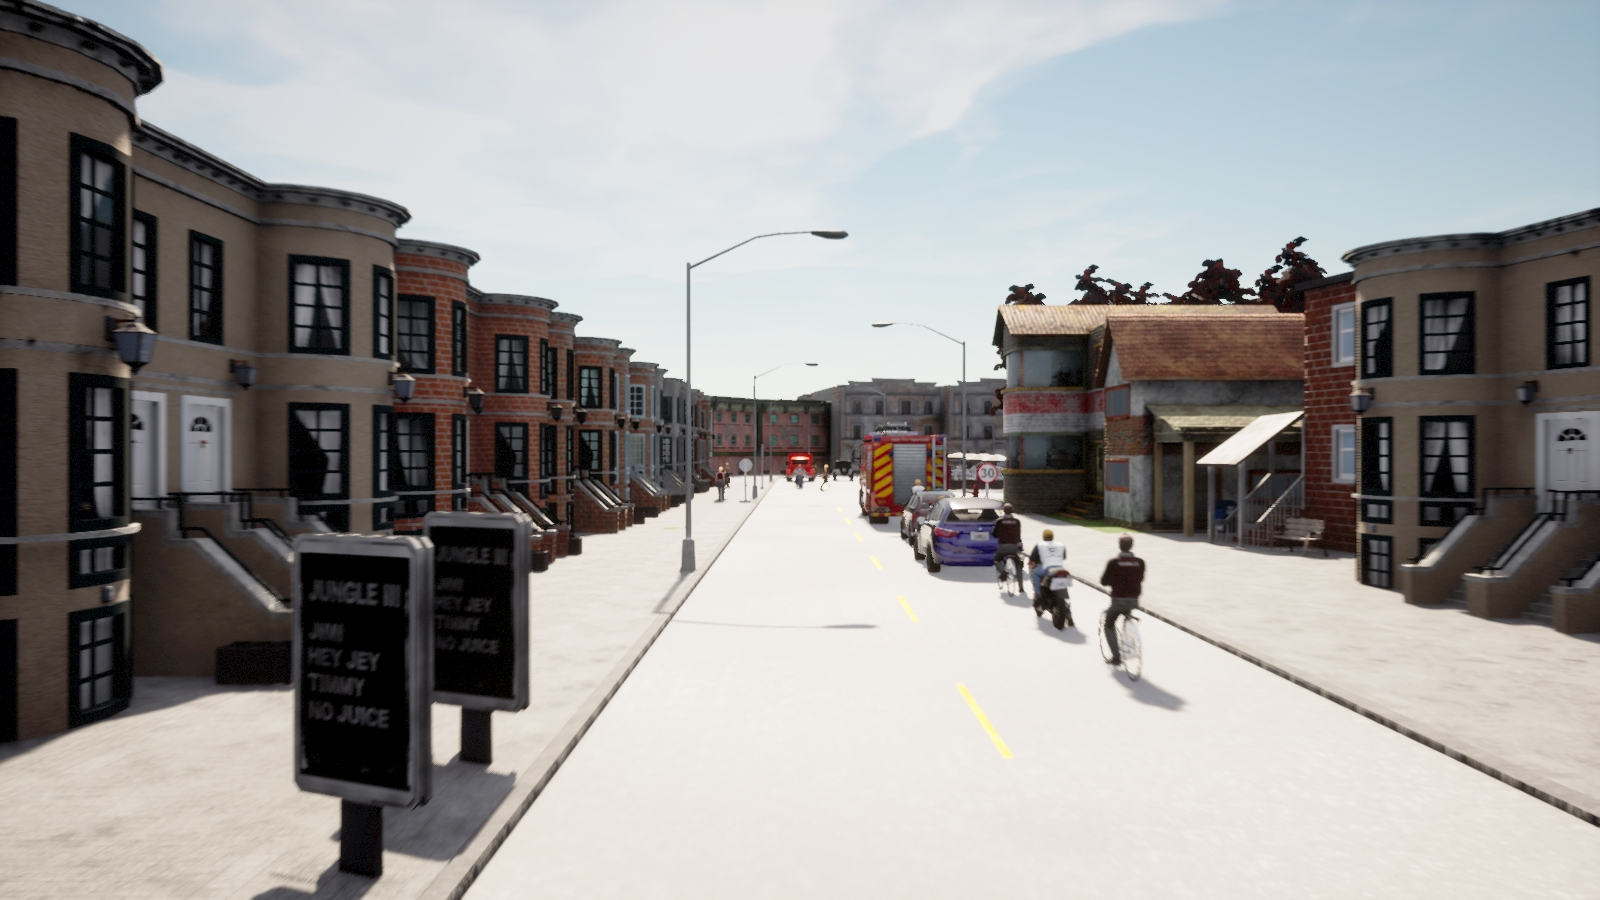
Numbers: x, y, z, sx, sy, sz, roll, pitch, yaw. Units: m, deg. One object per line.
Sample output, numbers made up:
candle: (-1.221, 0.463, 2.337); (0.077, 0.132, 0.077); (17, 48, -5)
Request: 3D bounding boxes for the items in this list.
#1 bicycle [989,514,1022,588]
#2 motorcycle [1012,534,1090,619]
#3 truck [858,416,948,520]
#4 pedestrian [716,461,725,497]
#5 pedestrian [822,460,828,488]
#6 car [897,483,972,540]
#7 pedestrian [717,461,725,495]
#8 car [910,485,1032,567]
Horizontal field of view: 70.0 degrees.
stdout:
bicycle: (3.992, 1.940, 22.267); (0.329, 1.271, 1.835); (0, 0, 0)
motorcycle: (3.999, 1.993, 18.355); (0.803, 1.145, 2.033); (0, 0, 0)
truck: (3.994, 0.671, 46.188); (2.891, 3.827, 8.468); (0, 0, 0)
pedestrian: (-4.166, 1.523, 59.879); (0.375, 1.860, 0.375); (0, 0, 8)
pedestrian: (1.700, 1.628, 77.751); (0.375, 1.860, 0.375); (0, 0, -12)
car: (4.005, 1.800, 34.530); (1.789, 1.549, 3.705); (0, 0, 0)
pedestrian: (-4.304, 1.524, 62.315); (0.375, 1.860, 0.375); (0, 0, 9)
car: (4.000, 1.747, 27.518); (2.242, 1.667, 4.611); (0, 0, 0)
